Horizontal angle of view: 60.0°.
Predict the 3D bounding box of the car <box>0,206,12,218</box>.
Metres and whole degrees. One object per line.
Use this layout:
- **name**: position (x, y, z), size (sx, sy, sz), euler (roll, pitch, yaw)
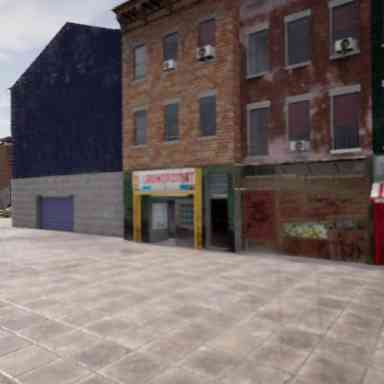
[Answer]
- **car**: position (-18.315, 2.048, 35.989), size (1.752, 1.417, 4.829), euler (-1, -1, 35)
